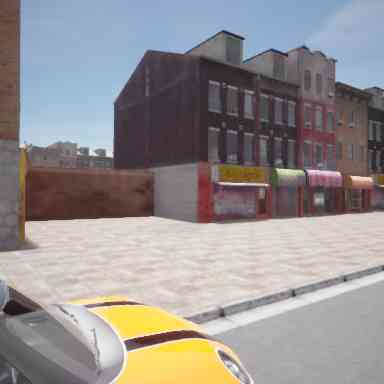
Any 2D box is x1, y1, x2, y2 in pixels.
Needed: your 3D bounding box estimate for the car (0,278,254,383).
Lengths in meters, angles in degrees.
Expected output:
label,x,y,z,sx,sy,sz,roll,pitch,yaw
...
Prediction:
label,x,y,z,sx,sy,sz,roll,pitch,yaw
car,-1.657,1.347,2.098,4.553,1.767,2.097,0,0,-36
